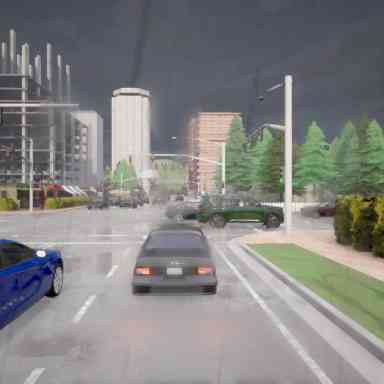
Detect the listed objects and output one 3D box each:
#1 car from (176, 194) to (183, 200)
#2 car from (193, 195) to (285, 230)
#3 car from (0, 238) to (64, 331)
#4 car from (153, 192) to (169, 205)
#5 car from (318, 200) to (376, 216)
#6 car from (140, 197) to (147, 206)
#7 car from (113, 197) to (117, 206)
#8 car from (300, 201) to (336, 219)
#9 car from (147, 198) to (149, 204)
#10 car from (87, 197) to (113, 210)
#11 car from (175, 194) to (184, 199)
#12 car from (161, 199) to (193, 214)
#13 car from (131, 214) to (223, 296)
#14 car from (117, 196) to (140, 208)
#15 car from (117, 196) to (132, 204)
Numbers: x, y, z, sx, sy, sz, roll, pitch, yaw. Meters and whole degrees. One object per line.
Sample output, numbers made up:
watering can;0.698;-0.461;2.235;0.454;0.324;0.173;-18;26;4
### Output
car;-3.183;1.341;84.869;1.837;1.490;4.892;0;0;-2
car;3.055;1.225;20.878;5.566;2.045;2.150;0;0;-1
car;-3.724;1.479;5.522;1.882;1.535;5.008;0;0;-3
car;-5.603;1.361;58.098;2.097;1.767;4.553;0;0;-2
car;14.709;1.531;31.691;4.674;1.442;1.812;0;0;-1
car;-9.185;1.573;55.187;1.994;1.385;4.181;0;0;-2
car;-12.644;1.556;53.853;2.033;1.411;5.357;0;0;-2
car;11.774;1.482;28.177;5.008;1.535;1.882;0;0;-1
car;-9.498;1.575;65.139;1.994;1.385;4.181;0;0;-1
car;-12.286;1.555;43.815;2.033;1.411;5.357;0;0;-2
car;-2.845;1.506;75.656;1.837;1.490;4.892;0;0;-2
car;0.434;1.495;24.347;4.902;1.511;2.128;0;0;-1
car;-0.411;1.549;8.817;2.033;1.411;5.357;0;0;-2
car;-8.889;1.572;46.825;1.994;1.385;4.181;0;0;-2
car;-12.974;1.558;64.401;2.033;1.411;5.357;0;0;-1
